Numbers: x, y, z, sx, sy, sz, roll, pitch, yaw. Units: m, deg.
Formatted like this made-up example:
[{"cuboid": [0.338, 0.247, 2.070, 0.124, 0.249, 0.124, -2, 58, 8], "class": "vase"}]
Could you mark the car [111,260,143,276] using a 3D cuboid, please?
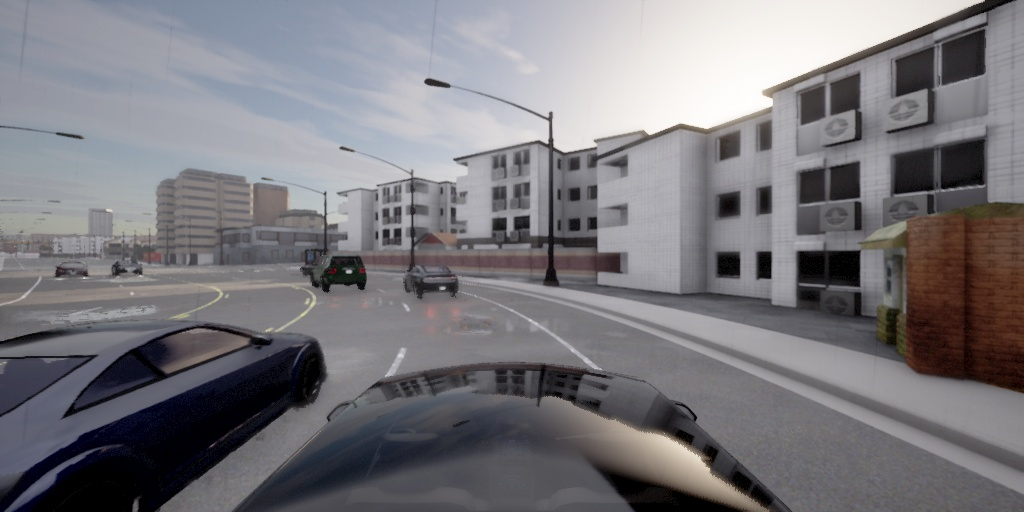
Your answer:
[{"cuboid": [-38.739, 1.174, 36.061, 4.902, 1.511, 2.128, 0, 0, 37], "class": "car"}]

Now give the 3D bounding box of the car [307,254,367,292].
[{"cuboid": [-10.341, 0.921, 21.258, 2.150, 2.045, 5.566, 0, 0, -38], "class": "car"}]

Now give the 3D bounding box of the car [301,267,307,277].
[{"cuboid": [-17.454, 1.269, 32.706, 4.718, 1.301, 1.895, 0, 0, 39], "class": "car"}]

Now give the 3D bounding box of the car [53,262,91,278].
[{"cuboid": [-40.885, 1.252, 33.296, 4.674, 1.442, 1.812, 0, 0, 37], "class": "car"}]

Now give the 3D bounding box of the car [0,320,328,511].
[{"cuboid": [-3.594, 1.311, 3.501, 1.994, 1.385, 4.181, 0, 0, -3], "class": "car"}]

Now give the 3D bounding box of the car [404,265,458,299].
[{"cuboid": [-4.160, 1.195, 17.977, 2.128, 1.511, 4.902, 0, 0, -27], "class": "car"}]
